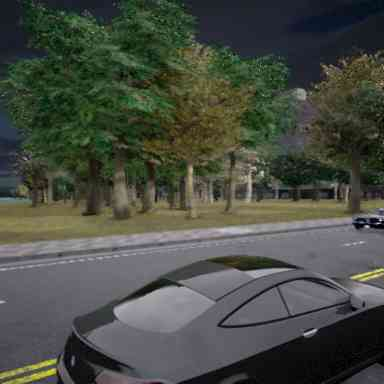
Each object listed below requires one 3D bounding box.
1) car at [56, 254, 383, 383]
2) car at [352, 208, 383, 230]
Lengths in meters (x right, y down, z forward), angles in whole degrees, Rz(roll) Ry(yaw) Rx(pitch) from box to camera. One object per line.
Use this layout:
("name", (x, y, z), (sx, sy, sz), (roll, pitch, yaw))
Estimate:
("car", (0.854, 1.528, 4.066), (4.674, 1.442, 1.812), (0, 0, -36))
("car", (11.641, 1.631, 19.983), (4.718, 1.301, 1.895), (0, 0, -36))
